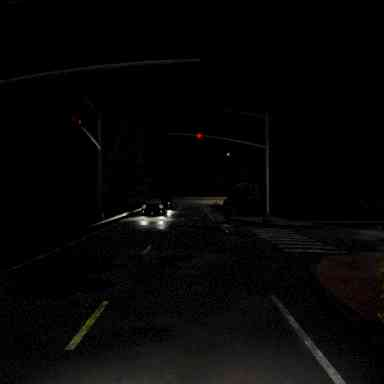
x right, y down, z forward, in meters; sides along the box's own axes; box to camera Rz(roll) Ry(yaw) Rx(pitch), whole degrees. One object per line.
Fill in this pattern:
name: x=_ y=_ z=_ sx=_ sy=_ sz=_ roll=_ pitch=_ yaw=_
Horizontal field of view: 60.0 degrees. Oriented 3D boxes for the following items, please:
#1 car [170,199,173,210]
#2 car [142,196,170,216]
car: x=-3.610 y=1.354 z=42.398 sx=2.097 sy=1.767 sz=4.553 roll=0 pitch=0 yaw=0
car: x=-3.626 y=1.352 z=32.633 sx=2.097 sy=1.767 sz=4.553 roll=0 pitch=0 yaw=0
